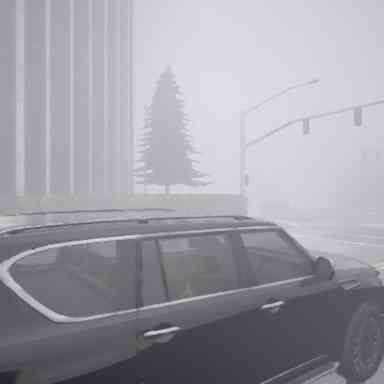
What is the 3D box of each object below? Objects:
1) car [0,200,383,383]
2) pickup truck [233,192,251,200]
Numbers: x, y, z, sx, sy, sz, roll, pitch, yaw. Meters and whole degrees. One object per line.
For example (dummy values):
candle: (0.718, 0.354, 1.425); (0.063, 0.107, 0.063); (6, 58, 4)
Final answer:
car: (0.038, 1.222, 3.771); (5.566, 2.045, 2.150); (0, 0, -35)
pickup truck: (10.283, 1.059, 68.812); (2.390, 2.098, 6.274); (0, 0, -5)
